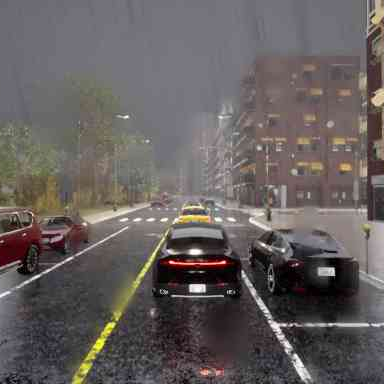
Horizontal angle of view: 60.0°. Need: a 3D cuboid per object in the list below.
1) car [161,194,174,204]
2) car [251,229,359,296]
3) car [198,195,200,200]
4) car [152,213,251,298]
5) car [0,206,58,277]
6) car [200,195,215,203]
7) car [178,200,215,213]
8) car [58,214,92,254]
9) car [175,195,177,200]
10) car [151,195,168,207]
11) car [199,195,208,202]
[{"bbox_3d":[-5.215,1.348,62.847,2.192,1.841,5.009,1,0,0],"label":"car"},{"bbox_3d":[2.585,1.568,8.470,1.947,1.339,4.313,1,0,0],"label":"car"},{"bbox_3d":[2.672,1.621,69.337,1.802,1.307,4.206,1,0,0],"label":"car"},{"bbox_3d":[0.112,1.507,8.486,1.837,1.490,4.892,0,0,0],"label":"car"},{"bbox_3d":[-5.294,1.317,7.725,2.192,1.841,5.009,1,0,0],"label":"car"},{"bbox_3d":[2.648,1.574,52.287,2.008,1.369,4.403,1,0,0],"label":"car"},{"bbox_3d":[0.126,1.461,19.020,1.801,1.575,5.366,0,0,0],"label":"car"},{"bbox_3d":[-5.289,1.585,13.380,1.802,1.307,4.206,1,0,0],"label":"car"},{"bbox_3d":[-5.185,1.609,85.551,2.008,1.369,4.403,1,0,0],"label":"car"},{"bbox_3d":[-5.234,1.567,51.495,1.887,1.381,4.507,1,0,0],"label":"car"},{"bbox_3d":[2.689,1.492,80.703,1.967,1.590,4.097,1,0,0],"label":"car"}]
